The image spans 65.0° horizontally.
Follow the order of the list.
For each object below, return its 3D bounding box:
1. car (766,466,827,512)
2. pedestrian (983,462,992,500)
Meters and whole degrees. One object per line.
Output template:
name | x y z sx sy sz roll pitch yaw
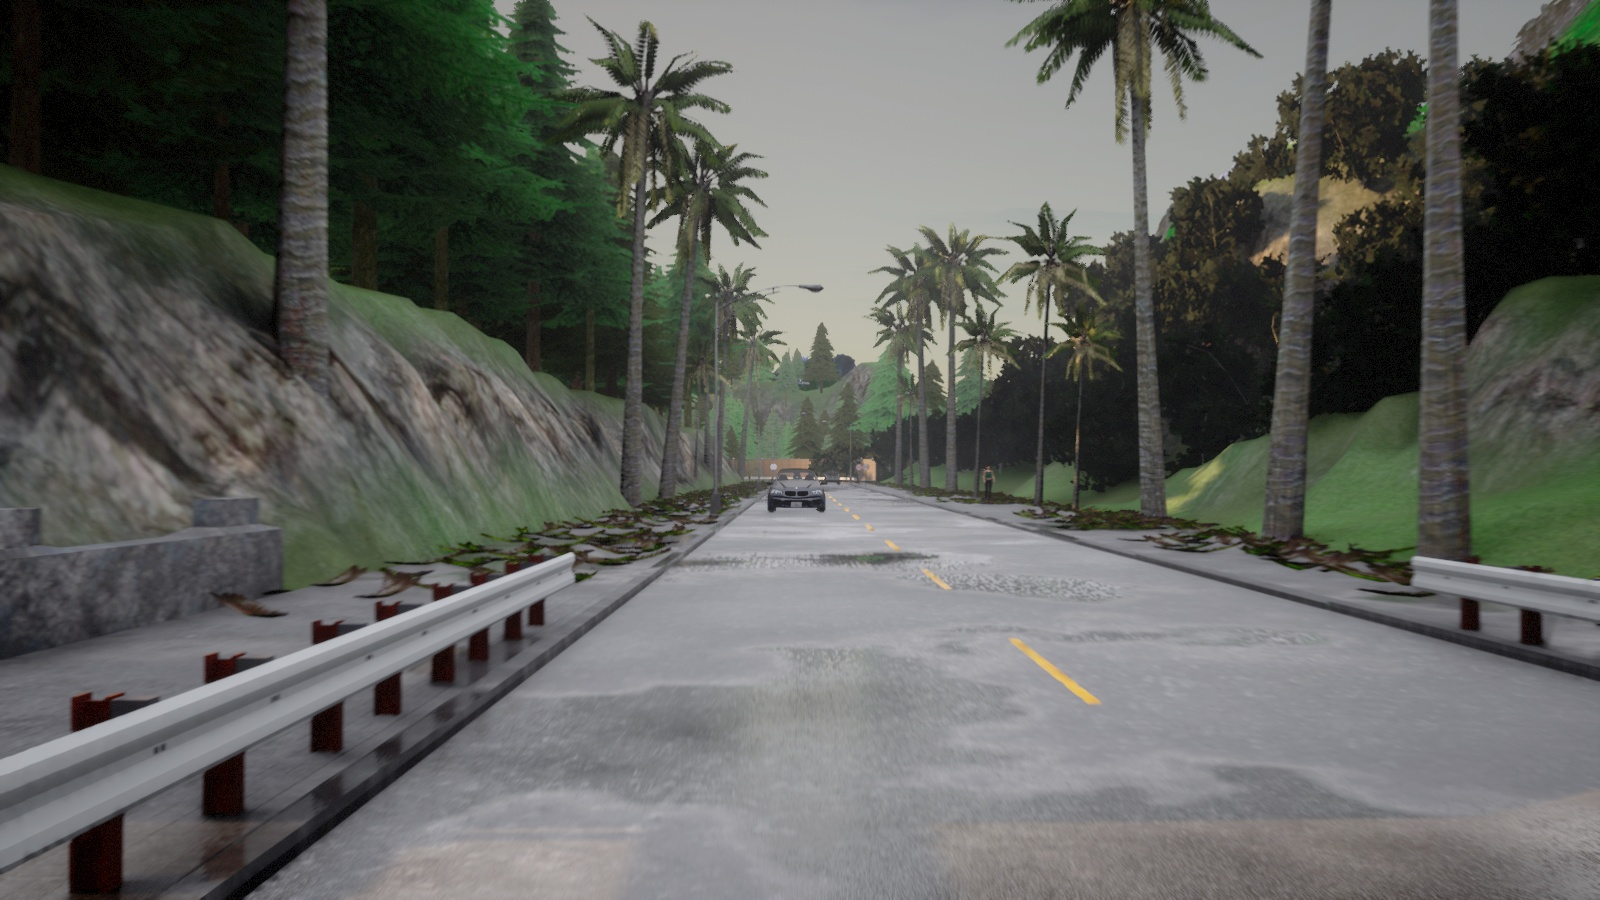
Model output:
car | -0.121 1.468 48.507 2.242 1.667 4.611 0 -1 0
pedestrian | 9.226 1.508 61.670 0.345 1.836 0.594 0 -1 0
